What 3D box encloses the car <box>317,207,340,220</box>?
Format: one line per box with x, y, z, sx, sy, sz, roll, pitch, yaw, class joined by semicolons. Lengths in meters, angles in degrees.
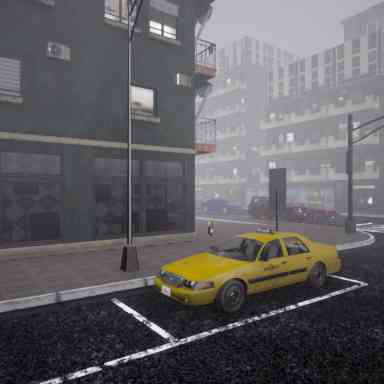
9.071;1.552;26.256;1.895;1.301;4.718;0;0;-37;car

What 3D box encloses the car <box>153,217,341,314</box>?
1.475;1.525;7.612;4.829;1.417;1.752;0;0;-35;car

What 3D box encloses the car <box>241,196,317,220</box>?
6.477;1.264;25.404;2.192;1.841;5.009;0;0;-36;car

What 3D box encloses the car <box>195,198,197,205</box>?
-0.024;1.465;48.674;1.802;1.307;4.206;0;0;-36;car

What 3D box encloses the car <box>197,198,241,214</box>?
3.050;1.397;34.550;1.882;1.535;5.008;0;0;-36;car
